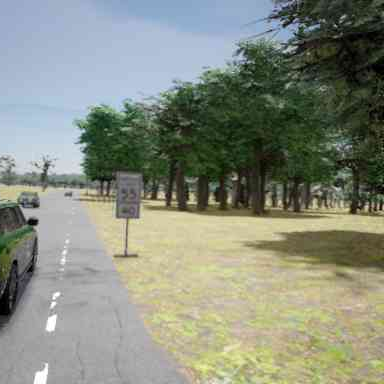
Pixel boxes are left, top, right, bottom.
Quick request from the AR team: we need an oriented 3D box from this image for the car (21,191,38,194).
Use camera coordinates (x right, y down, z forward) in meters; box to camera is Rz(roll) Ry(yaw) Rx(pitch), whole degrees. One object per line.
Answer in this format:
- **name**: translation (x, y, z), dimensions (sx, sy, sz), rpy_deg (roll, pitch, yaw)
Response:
- **car**: translation (-20.401, 0.882, 41.531), dimensions (2.150, 2.045, 5.566), rpy_deg (2, 0, -19)

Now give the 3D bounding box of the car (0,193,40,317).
- **car**: translation (-4.708, 1.139, 7.088), dimensions (2.150, 2.045, 5.566), rpy_deg (2, -1, -19)
